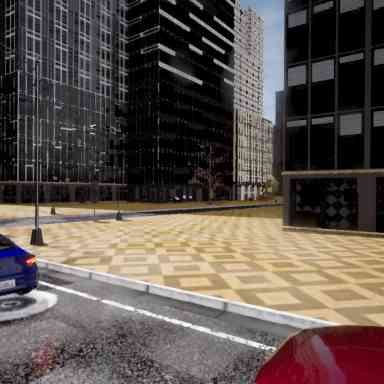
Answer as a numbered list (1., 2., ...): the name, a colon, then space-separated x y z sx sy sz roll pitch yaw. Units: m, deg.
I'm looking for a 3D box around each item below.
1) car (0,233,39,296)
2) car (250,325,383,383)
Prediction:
1. car: -5.236 1.522 7.415 4.674 1.442 1.812 0 0 36
2. car: 2.367 1.564 1.988 4.181 1.385 1.994 0 0 35
